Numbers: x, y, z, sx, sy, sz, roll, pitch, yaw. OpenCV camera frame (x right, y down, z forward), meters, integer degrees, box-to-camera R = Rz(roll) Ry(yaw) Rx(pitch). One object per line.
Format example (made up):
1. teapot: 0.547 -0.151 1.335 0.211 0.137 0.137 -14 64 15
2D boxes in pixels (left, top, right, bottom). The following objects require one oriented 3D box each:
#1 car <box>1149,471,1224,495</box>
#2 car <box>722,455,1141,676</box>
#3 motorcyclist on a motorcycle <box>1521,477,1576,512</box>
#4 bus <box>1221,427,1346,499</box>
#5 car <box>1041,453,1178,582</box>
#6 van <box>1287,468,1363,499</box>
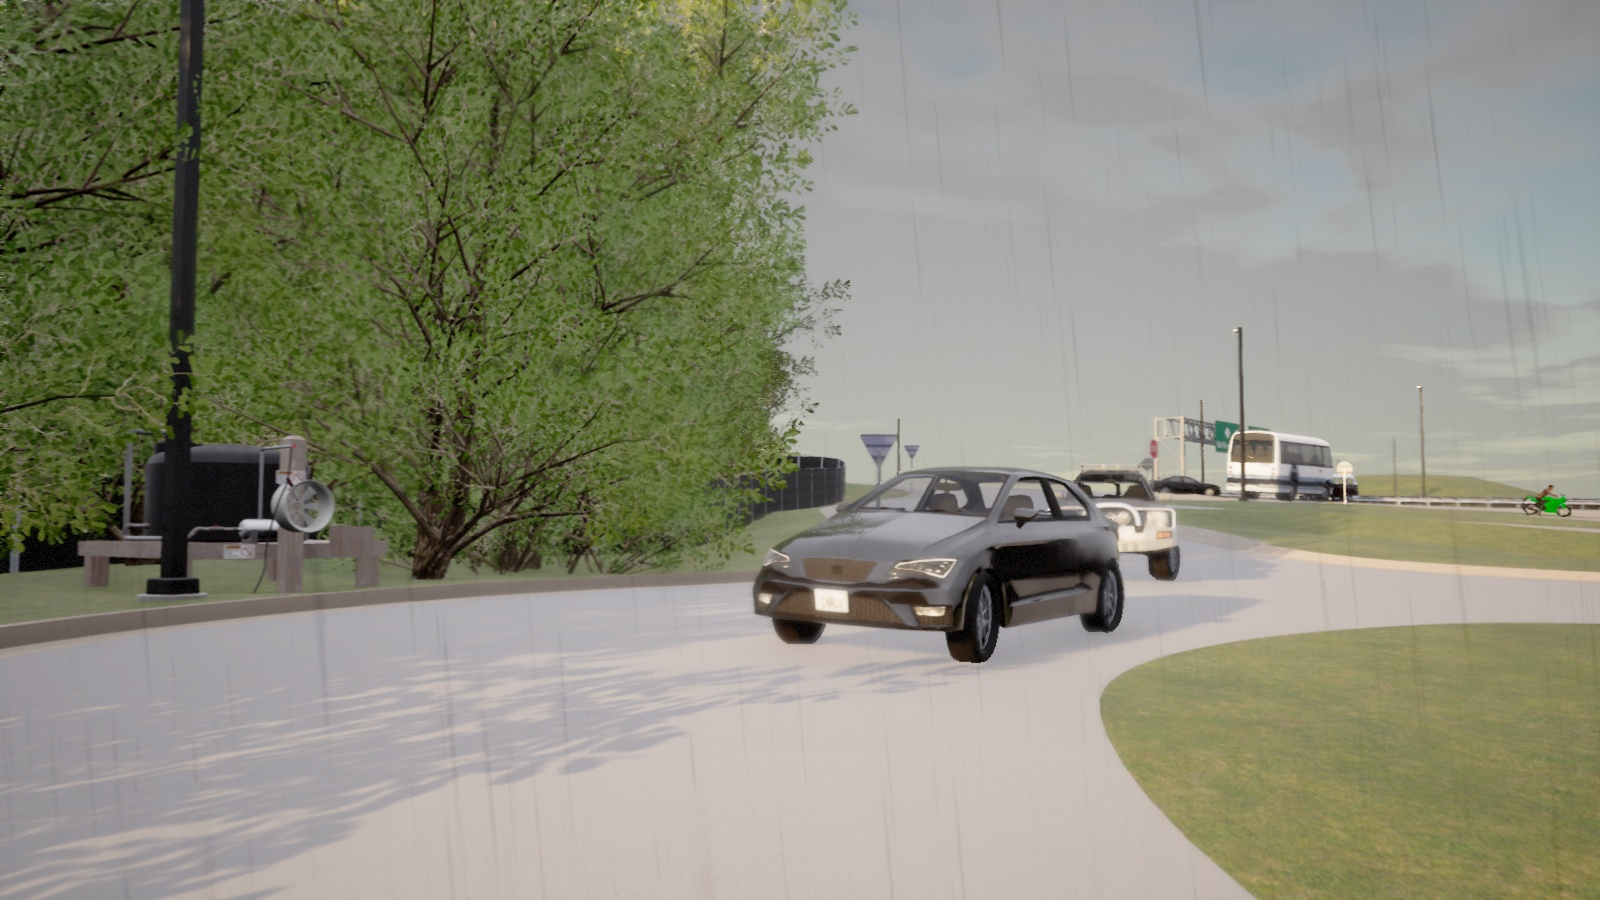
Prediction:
1. car: 28.041 2.401 91.143 5.008 1.535 1.882 2 -3 11
2. car: 1.328 0.853 10.663 1.816 1.474 4.193 0 -2 33
3. motorcyclist on a motorcycle: 35.203 2.090 59.083 2.044 1.523 0.797 1 -2 42
4. bus: 31.328 0.898 81.056 3.944 4.253 10.273 2 -1 42
5. car: 5.064 1.127 20.515 1.932 1.855 4.605 0 -4 14
6. van: 37.294 2.381 89.202 4.480 2.038 2.069 2 -2 -4
